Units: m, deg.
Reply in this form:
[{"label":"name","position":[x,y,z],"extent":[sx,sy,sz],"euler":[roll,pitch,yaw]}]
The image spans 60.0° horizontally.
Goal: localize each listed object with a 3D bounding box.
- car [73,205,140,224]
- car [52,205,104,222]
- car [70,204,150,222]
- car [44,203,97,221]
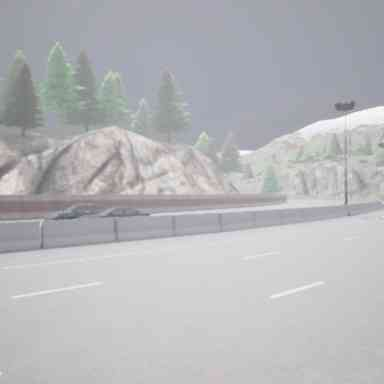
[{"label":"car","position":[-7.400,1.894,29.196],"extent":[5.357,1.411,2.033],"euler":[0,-1,-39]},{"label":"car","position":[-10.640,1.949,31.103],"extent":[4.181,1.385,1.994],"euler":[0,-1,-38]},{"label":"car","position":[-5.107,1.738,22.105],"extent":[5.008,1.535,1.882],"euler":[0,-1,-38]},{"label":"car","position":[-8.228,1.650,24.120],"extent":[4.553,1.767,2.097],"euler":[0,-1,-38]}]
